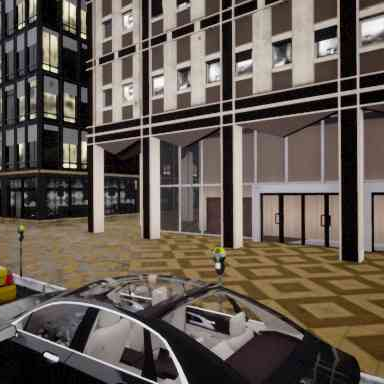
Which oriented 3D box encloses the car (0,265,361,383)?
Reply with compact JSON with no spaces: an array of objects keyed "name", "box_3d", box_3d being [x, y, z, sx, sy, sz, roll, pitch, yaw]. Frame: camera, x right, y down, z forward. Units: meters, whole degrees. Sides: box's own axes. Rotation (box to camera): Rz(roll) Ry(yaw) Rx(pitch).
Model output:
[{"name":"car","box_3d":[-0.680,1.551,3.367,4.403,1.369,2.008,0,0,36]}]
